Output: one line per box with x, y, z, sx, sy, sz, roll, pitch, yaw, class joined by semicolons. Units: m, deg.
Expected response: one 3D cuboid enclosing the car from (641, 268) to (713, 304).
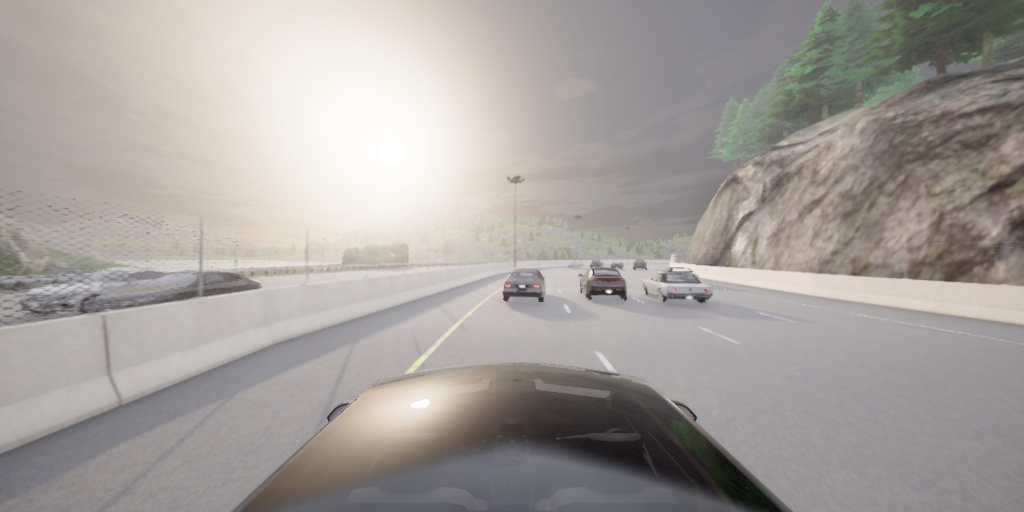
7.635;1.436;17.138;1.895;1.301;4.718;1;0;6;car

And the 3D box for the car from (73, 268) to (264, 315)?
-10.281;1.176;11.590;1.812;1.442;4.674;1;0;3;car

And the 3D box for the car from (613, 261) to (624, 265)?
18.153;1.565;61.515;1.895;1.301;4.718;1;0;21;car

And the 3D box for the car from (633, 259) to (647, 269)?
21.613;1.351;60.464;2.097;1.767;4.553;1;0;21;car

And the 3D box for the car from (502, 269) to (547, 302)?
0.680;1.312;17.328;2.033;1.411;5.357;1;0;6;car

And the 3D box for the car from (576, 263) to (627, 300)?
4.501;1.309;18.153;1.837;1.490;4.892;0;0;6;car

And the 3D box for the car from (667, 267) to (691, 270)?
12.709;1.493;27.677;1.895;1.301;4.718;1;0;9;car

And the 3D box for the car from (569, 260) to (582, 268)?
11.244;1.420;62.762;1.812;1.442;4.674;0;0;21;car

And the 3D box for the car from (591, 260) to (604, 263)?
14.750;1.435;62.195;1.837;1.490;4.892;0;0;21;car

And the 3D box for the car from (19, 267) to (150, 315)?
-13.726;1.141;12.725;1.812;1.442;4.674;1;0;4;car
